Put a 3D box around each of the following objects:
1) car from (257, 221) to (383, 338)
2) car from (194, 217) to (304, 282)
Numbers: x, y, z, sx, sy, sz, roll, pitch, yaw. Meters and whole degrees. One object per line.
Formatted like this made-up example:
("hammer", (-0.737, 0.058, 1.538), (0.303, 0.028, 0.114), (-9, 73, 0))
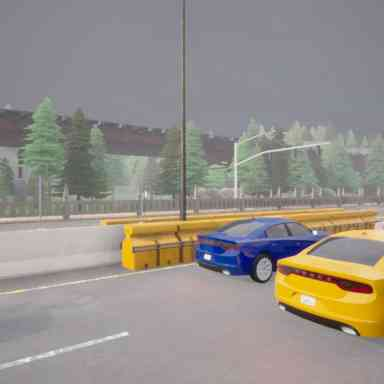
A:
("car", (3.762, 1.477, 6.441), (5.008, 1.535, 1.882), (0, 0, -35))
("car", (2.399, 1.477, 9.770), (5.008, 1.535, 1.882), (0, 0, -36))
